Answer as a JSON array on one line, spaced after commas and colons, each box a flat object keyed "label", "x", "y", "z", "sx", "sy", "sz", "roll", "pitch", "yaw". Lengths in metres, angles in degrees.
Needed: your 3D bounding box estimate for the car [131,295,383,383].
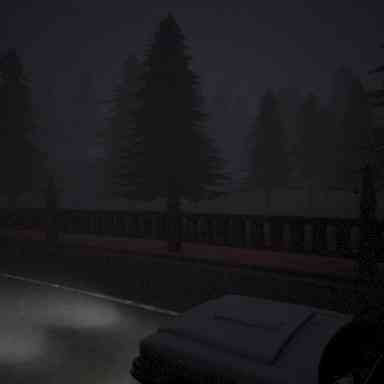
[{"label": "car", "x": 1.753, "y": 1.596, "z": 2.663, "sx": 4.718, "sy": 1.301, "sz": 1.895, "roll": 0, "pitch": 0, "yaw": 35}]
